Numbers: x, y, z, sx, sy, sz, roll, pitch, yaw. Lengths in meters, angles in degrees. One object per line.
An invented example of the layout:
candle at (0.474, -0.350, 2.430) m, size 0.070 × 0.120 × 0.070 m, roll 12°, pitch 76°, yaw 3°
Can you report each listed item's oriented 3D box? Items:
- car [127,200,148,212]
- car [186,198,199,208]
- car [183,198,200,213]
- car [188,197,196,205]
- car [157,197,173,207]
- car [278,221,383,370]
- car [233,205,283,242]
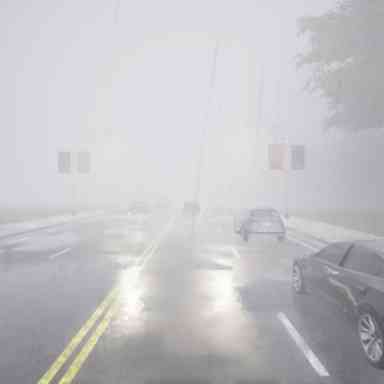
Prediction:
car at (-6.502, 1.741, 40.617) m, size 2.033 × 1.411 × 5.357 m, roll 0°, pitch 0°, yaw 0°
car at (0.097, 1.777, 55.429) m, size 2.128 × 1.511 × 4.902 m, roll 0°, pitch -1°, yaw 0°
car at (-0.007, 1.628, 38.814) m, size 1.882 × 1.535 × 5.008 m, roll 0°, pitch -1°, yaw 0°
car at (-0.003, 1.974, 73.618) m, size 1.882 × 1.535 × 5.008 m, roll 0°, pitch -1°, yaw 0°
car at (-3.252, 1.294, 40.612) m, size 1.882 × 1.535 × 5.008 m, roll 0°, pitch 0°, yaw 0°
car at (3.250, 1.507, 5.712) m, size 2.163 × 1.488 × 4.792 m, roll 0°, pitch 0°, yaw 0°
car at (3.249, 1.461, 16.687) m, size 2.033 × 1.649 × 4.856 m, roll 0°, pitch 0°, yaw 0°
